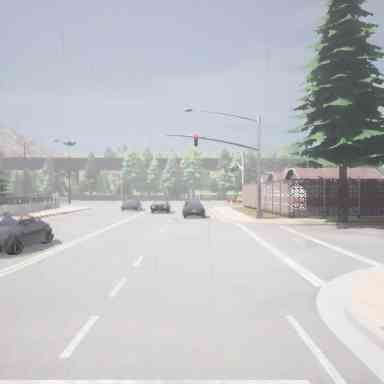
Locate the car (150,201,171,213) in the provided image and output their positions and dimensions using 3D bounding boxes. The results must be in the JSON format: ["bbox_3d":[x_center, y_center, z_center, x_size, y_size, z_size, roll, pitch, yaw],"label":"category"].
[{"bbox_3d":[-3.370,1.601,36.467,1.895,1.301,4.718,0,0,0],"label":"car"}]

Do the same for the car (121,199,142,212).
[{"bbox_3d":[-7.010,1.525,38.823,1.812,1.442,4.674,0,0,1],"label":"car"}]

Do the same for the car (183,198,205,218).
[{"bbox_3d":[0.177,1.564,30.478,1.994,1.385,4.181,0,0,-1],"label":"car"}]

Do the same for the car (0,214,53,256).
[{"bbox_3d":[-7.090,1.564,12.929,1.994,1.385,4.181,0,0,0],"label":"car"}]

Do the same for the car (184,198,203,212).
[{"bbox_3d":[0.150,1.491,40.047,2.128,1.511,4.902,0,0,1],"label":"car"}]
